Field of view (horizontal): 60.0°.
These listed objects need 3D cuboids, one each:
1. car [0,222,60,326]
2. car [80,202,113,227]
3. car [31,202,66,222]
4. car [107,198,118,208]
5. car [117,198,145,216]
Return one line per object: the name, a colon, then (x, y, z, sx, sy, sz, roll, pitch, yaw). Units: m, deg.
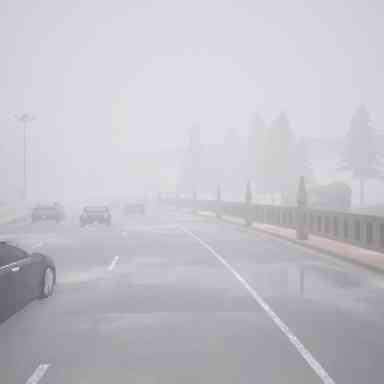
car: (-3.817, 1.504, 5.469, 1.837, 1.490, 4.892, 0, 0, -4)
car: (-6.583, 1.601, 22.993, 1.895, 1.301, 4.718, 0, 0, -14)
car: (-10.818, 1.491, 25.262, 2.128, 1.511, 4.902, 0, 0, -15)
car: (-9.768, 1.526, 42.734, 1.812, 1.442, 4.674, 0, 0, -24)
car: (-5.931, 1.478, 32.990, 1.882, 1.535, 5.008, 0, 0, -19)
